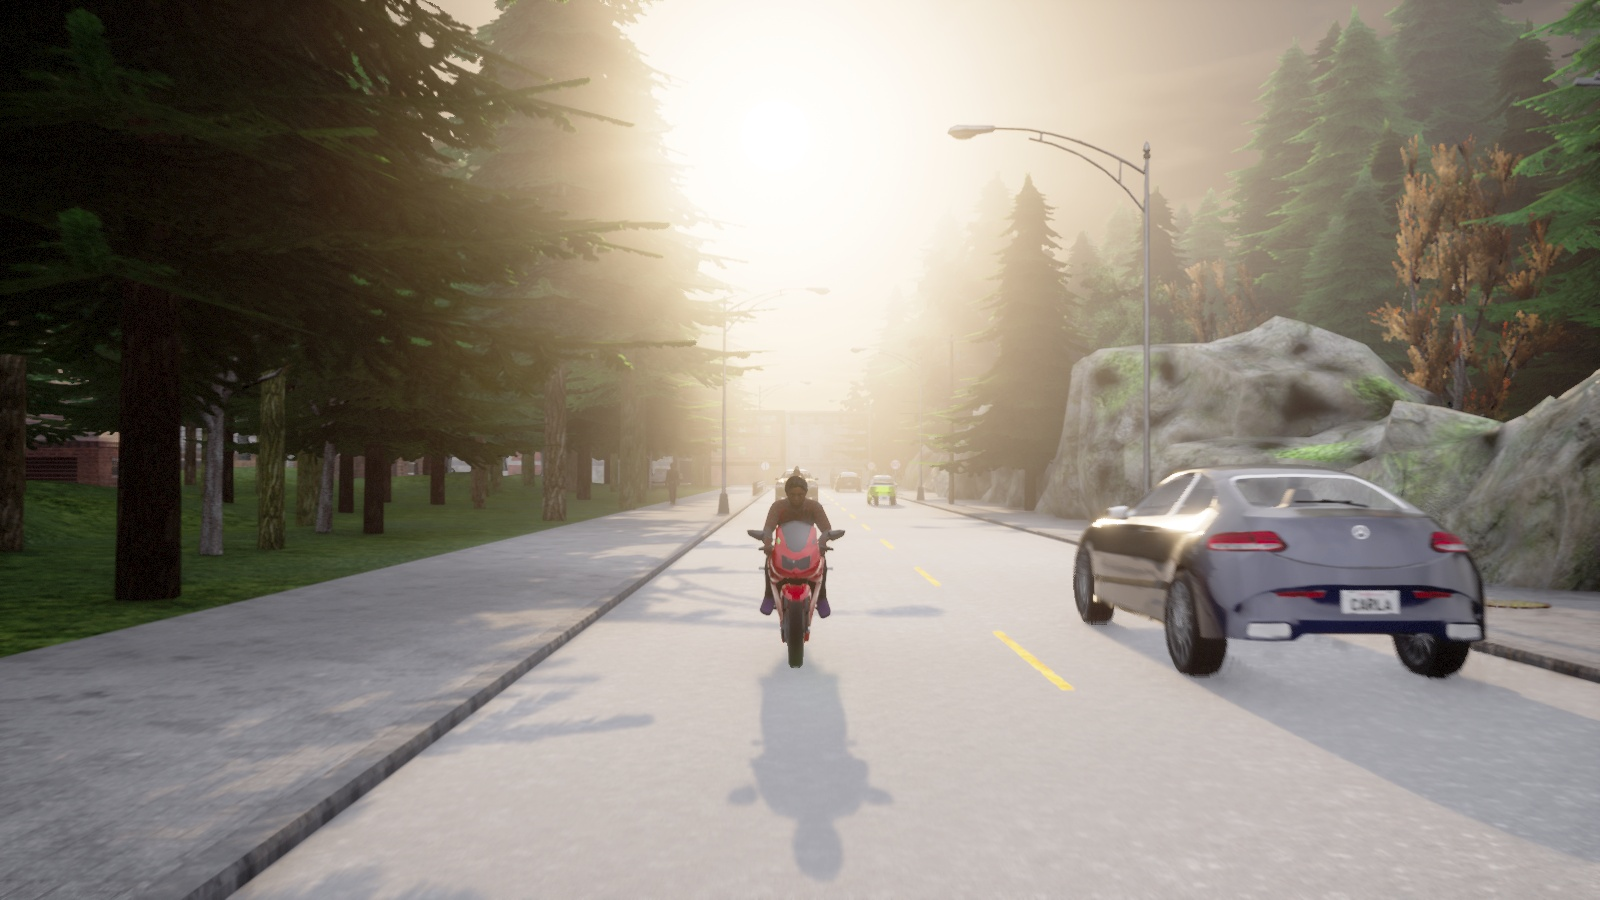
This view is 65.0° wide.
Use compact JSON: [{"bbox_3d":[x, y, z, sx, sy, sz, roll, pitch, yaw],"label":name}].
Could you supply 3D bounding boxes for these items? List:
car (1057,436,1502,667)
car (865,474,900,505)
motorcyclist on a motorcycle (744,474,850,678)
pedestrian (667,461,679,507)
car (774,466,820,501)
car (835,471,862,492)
[{"bbox_3d":[3.972,0.771,11.564,2.152,1.651,5.027,0,-1,0],"label":"car"},{"bbox_3d":[3.861,1.839,58.817,1.481,1.376,2.207,0,-1,0],"label":"car"},{"bbox_3d":[-0.025,0.972,10.562,0.797,1.523,2.044,0,0,0],"label":"motorcyclist on a motorcycle"},{"bbox_3d":[-5.348,1.431,52.905,0.423,1.949,0.788,0,-1,0],"label":"pedestrian"},{"bbox_3d":[-0.146,1.626,61.676,2.152,1.651,5.027,0,-1,0],"label":"car"},{"bbox_3d":[3.696,2.401,96.968,1.882,1.535,5.008,0,-1,0],"label":"car"}]
